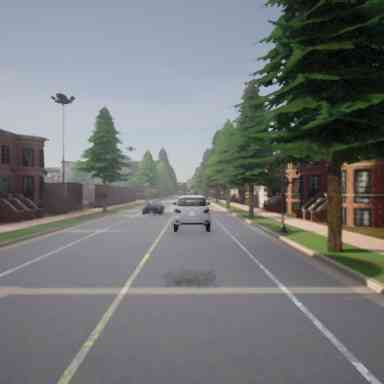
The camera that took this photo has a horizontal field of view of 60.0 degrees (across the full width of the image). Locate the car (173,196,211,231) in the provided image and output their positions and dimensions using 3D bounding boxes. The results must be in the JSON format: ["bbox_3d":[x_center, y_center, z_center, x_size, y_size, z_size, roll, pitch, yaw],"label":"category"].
[{"bbox_3d":[-0.006,1.229,20.887,2.150,2.045,5.566,0,0,0],"label":"car"}]

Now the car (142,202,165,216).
[{"bbox_3d":[-3.766,1.619,32.830,1.895,1.301,4.718,0,0,0],"label":"car"}]

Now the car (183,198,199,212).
[{"bbox_3d":[-0.115,1.540,39.532,1.812,1.442,4.674,0,0,0],"label":"car"}]
